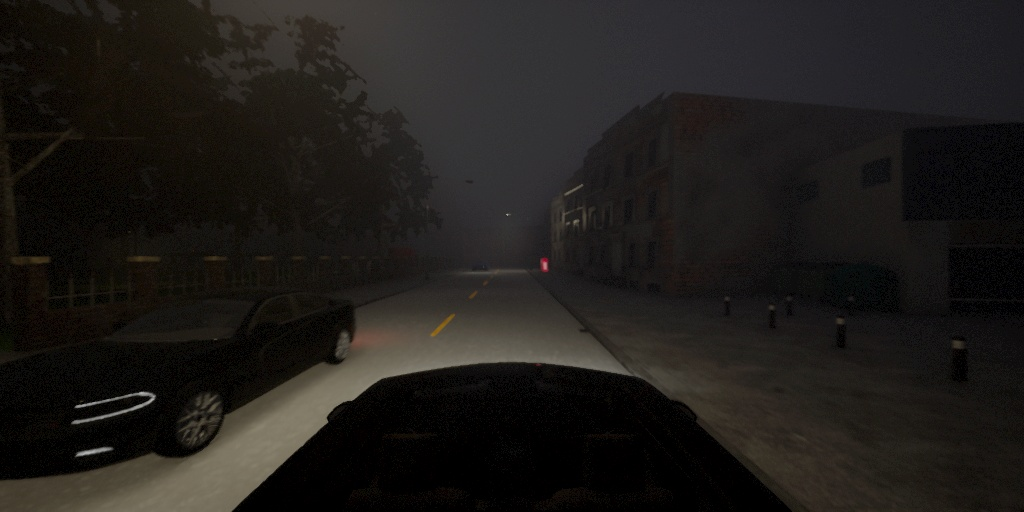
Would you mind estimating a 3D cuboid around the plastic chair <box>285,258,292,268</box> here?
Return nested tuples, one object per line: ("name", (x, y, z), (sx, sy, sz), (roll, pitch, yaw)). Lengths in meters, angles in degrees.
("plastic chair", (-34.375, 1.324, 55.357), (0.750, 1.272, 0.730), (0, 0, -40))

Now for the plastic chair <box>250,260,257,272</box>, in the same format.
("plastic chair", (-30.639, 1.199, 42.952), (0.750, 1.272, 0.730), (0, 0, -39))

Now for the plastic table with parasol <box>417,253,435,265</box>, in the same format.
("plastic table with parasol", (-13.099, 0.781, 52.396), (2.482, 2.480, 2.482), (0, 0, -40))

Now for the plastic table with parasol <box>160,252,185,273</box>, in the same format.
("plastic table with parasol", (-39.313, 0.722, 42.244), (2.482, 2.480, 2.482), (0, 0, -40))

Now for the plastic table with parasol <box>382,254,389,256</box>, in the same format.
("plastic table with parasol", (-15.741, 0.778, 48.567), (2.482, 2.480, 2.482), (0, 0, -40))

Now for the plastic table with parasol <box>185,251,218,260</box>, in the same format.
("plastic table with parasol", (-33.994, 0.729, 39.504), (2.482, 2.480, 2.482), (0, 0, -40))

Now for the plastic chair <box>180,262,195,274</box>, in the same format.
("plastic chair", (-34.968, 1.340, 38.602), (0.730, 1.272, 0.750), (0, 0, -35))

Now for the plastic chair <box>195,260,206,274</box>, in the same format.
("plastic chair", (-33.262, 1.330, 38.505), (0.750, 1.272, 0.730), (0, 0, -40))

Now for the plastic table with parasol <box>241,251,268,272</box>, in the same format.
("plastic table with parasol", (-31.347, 0.659, 43.922), (2.482, 2.480, 2.482), (0, 0, -39))

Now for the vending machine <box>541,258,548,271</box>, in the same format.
("vending machine", (4.262, 1.206, 46.694), (1.100, 2.100, 0.880), (0, 0, 0))

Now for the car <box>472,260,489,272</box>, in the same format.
("car", (-4.115, 1.269, 47.064), (1.882, 1.535, 5.008), (0, 0, 0))

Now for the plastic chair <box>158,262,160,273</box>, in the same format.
("plastic chair", (-40.287, 1.352, 41.344), (0.730, 1.272, 0.750), (0, 0, -35))

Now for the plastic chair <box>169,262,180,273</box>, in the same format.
("plastic chair", (-38.581, 1.347, 41.247), (0.750, 1.272, 0.730), (0, 0, -40))

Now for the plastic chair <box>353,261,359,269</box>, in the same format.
("plastic chair", (-21.454, 1.301, 49.320), (0.730, 1.272, 0.750), (0, 0, -38))

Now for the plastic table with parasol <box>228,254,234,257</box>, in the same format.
("plastic table with parasol", (-38.600, 0.750, 50.685), (2.482, 2.480, 2.482), (0, 0, -40))

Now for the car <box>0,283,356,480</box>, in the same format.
("car", (-4.099, 1.231, 5.274), (1.882, 1.535, 5.008), (0, 0, 0))

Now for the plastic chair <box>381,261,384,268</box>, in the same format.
("plastic chair", (-16.715, 1.381, 47.665), (0.730, 1.272, 0.750), (0, 0, -35))

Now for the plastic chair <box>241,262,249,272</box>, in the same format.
("plastic chair", (-32.340, 1.326, 43.079), (0.730, 1.272, 0.750), (0, 0, -34))

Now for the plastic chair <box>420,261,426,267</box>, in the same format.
("plastic chair", (-12.367, 1.384, 51.397), (0.750, 1.272, 0.730), (0, 0, -40))

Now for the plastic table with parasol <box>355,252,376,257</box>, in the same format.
("plastic table with parasol", (-20.559, 0.719, 50.022), (2.482, 2.480, 2.482), (0, 0, -38))

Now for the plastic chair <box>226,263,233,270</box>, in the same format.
("plastic chair", (-39.574, 1.353, 49.784), (0.730, 1.272, 0.750), (0, 0, -35))

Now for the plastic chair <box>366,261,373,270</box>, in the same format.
("plastic chair", (-19.738, 1.311, 49.177), (0.750, 1.272, 0.730), (0, 0, -44))
